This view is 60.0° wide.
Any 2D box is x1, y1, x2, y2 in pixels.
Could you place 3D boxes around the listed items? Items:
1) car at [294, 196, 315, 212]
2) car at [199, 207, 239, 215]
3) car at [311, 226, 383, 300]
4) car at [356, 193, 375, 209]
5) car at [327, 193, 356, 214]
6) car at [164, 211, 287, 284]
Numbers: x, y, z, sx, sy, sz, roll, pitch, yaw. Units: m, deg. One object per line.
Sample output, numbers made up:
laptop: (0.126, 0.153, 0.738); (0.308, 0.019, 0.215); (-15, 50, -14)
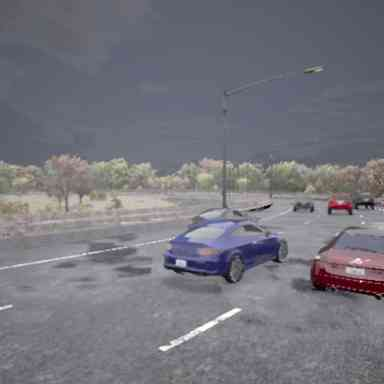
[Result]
car: (12.902, 1.271, 38.066); (2.097, 1.767, 4.553); (0, 0, 22)
car: (1.618, 1.479, 16.280); (1.812, 1.442, 4.674); (0, 0, 35)
car: (4.477, 1.550, 8.239); (1.994, 1.385, 4.181); (0, 0, 37)
car: (22.132, 1.152, 43.342); (2.150, 2.045, 5.566); (0, 0, 17)
car: (15.165, 1.160, 34.115); (2.150, 2.045, 5.566); (0, 0, 23)
car: (1.151, 1.497, 9.618); (1.812, 1.442, 4.674); (1, 0, 38)
